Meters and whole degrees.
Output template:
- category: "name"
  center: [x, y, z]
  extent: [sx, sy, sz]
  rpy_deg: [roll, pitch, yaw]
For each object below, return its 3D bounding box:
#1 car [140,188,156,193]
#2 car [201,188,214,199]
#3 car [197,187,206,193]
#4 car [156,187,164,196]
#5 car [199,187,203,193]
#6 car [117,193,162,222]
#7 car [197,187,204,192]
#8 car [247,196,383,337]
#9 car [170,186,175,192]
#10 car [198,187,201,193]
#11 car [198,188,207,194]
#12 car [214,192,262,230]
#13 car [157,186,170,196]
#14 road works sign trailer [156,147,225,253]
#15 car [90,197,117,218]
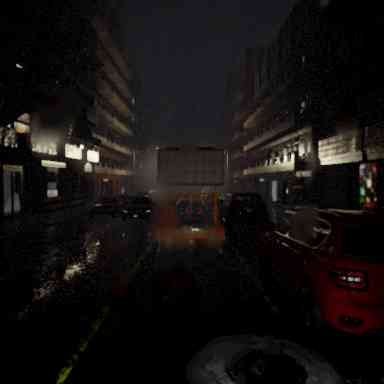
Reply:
- category: "car"
  center: [-5.851, 0.578, 39.963]
  extent: [2.008, 1.369, 4.403]
  rpy_deg: [-1, 1, 0]
- category: "car"
  center: [2.507, 0.414, 45.735]
  extent: [1.752, 1.417, 4.829]
  rpy_deg: [-1, 1, 0]
- category: "car"
  center: [2.359, -0.503, 84.769]
  extent: [2.008, 1.369, 4.403]
  rpy_deg: [-1, 1, 0]
- category: "car"
  center: [-5.893, 0.307, 51.163]
  extent: [2.008, 1.369, 4.403]
  rpy_deg: [-1, 1, 0]
- category: "car"
  center: [2.487, 0.323, 51.166]
  extent: [1.947, 1.339, 4.313]
  rpy_deg: [-1, 1, 0]
- category: "car"
  center: [-3.178, 1.013, 20.964]
  extent: [1.812, 1.442, 4.674]
  rpy_deg: [0, 1, 0]
- category: "car"
  center: [2.337, -0.667, 90.538]
  extent: [1.752, 1.417, 4.829]
  rpy_deg: [-1, 1, 0]
- category: "car"
  center: [2.654, 1.157, 6.358]
  extent: [2.192, 1.841, 5.009]
  rpy_deg: [-1, 1, 0]
- category: "car"
  center: [-6.042, -0.638, 90.365]
  extent: [2.008, 1.369, 4.403]
  rpy_deg: [-1, 1, 0]
- category: "car"
  center: [2.464, 0.062, 56.764]
  extent: [1.967, 1.590, 4.097]
  rpy_deg: [-1, 1, 0]
- category: "car"
  center: [2.381, -0.353, 79.168]
  extent: [1.947, 1.339, 4.313]
  rpy_deg: [-1, 1, 0]
- category: "car"
  center: [2.612, 0.886, 17.558]
  extent: [2.192, 1.841, 5.009]
  rpy_deg: [-1, 1, 0]
- category: "car"
  center: [-5.939, -0.199, 62.358]
  extent: [2.192, 1.841, 5.009]
  rpy_deg: [-1, 1, 0]
- category: "road works sign trailer"
  center: [-0.041, 0.165, 12.174]
  extent: [2.380, 3.560, 2.880]
  rpy_deg: [0, 1, 0]
- category: "car"
  center: [-5.787, 1.016, 23.162]
  extent: [1.802, 1.307, 4.206]
  rpy_deg: [-1, 1, 0]
